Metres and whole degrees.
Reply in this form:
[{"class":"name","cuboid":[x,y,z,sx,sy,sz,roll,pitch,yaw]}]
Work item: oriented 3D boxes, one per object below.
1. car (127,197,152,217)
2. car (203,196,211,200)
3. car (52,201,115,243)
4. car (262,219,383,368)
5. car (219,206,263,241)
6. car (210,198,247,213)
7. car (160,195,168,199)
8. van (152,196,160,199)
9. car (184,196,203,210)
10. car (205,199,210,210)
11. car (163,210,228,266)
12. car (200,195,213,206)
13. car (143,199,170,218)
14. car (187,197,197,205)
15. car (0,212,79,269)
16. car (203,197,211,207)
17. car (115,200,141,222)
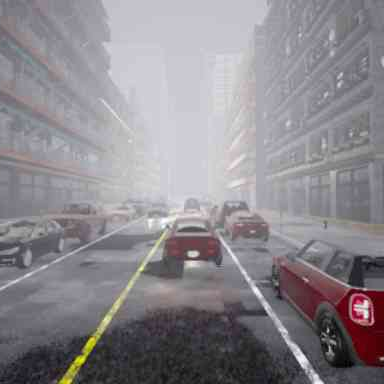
[{"class":"car","cuboid":[-5.730,1.469,33.432,2.192,1.841,5.009,1,0,0]},{"class":"car","cuboid":[2.608,1.798,55.659,1.887,1.381,4.507,1,0,0]},{"class":"car","cuboid":[-5.701,1.394,16.810,2.192,1.841,5.009,1,0,0]},{"class":"car","cuboid":[2.695,1.469,5.796,1.967,1.590,4.097,1,0,0]},{"class":"car","cuboid":[2.675,1.625,16.877,1.887,1.381,4.507,1,0,0]},{"class":"car","cuboid":[2.669,1.420,22.418,2.192,1.841,5.009,1,0,0]},{"class":"car","cuboid":[-5.787,1.616,66.674,2.192,1.841,5.009,1,0,0]},{"class":"van","cuboid":[-5.749,1.545,44.512,1.690,1.788,3.998,1,0,0]},{"class":"car","cuboid":[0.024,1.551,43.852,2.097,1.767,4.553,0,0,0]},{"class":"car","cuboid":[2.646,1.706,33.497,2.008,1.369,4.403,1,0,0]},{"class":"car","cuboid":[0.010,1.581,11.634,1.812,1.442,4.674,0,0,0]},{"class":"car","cuboid":[2.603,1.593,61.201,2.192,1.841,5.009,1,0,0]},{"class":"car","cuboid":[-3.076,1.695,31.877,2.033,1.411,5.357,0,0,0]},{"class":"car","cuboid":[-0.011,1.770,64.706,1.882,1.535,5.008,0,0,0]},{"class":"car","cuboid":[-5.697,1.604,11.269,2.008,1.369,4.403,1,0,0]},{"class":"car","cuboid":[2.637,1.706,39.208,1.752,1.417,4.829,1,0,0]},{"class":"car","cuboid":[-5.724,1.653,27.721,1.752,1.417,4.829,1,0,0]}]
